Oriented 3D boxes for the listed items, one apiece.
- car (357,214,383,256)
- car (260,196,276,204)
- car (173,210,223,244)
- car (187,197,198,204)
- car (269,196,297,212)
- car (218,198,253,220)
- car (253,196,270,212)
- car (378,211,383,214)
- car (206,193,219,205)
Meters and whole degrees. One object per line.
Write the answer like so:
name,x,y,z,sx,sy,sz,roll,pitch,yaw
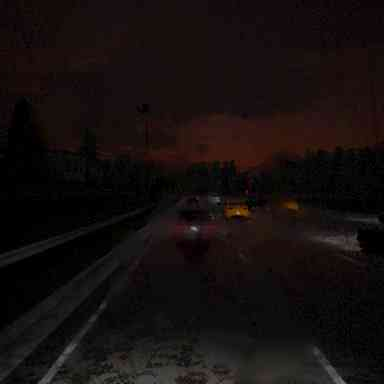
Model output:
car,7.105,1.599,10.366,1.895,1.301,4.718,0,0,0
car,14.123,1.521,61.830,1.812,1.442,4.674,0,0,0
car,0.107,1.547,15.709,2.033,1.411,5.357,0,0,0
car,0.124,1.562,63.215,1.994,1.385,4.181,0,0,0
car,10.618,1.474,38.364,1.882,1.535,5.008,0,0,0
car,3.611,1.476,28.526,1.882,1.535,5.008,0,0,0
car,7.115,1.489,38.246,2.128,1.511,4.902,0,0,0
car,14.109,1.597,21.552,1.895,1.301,4.718,0,0,0
car,3.624,1.219,57.864,2.150,2.045,5.566,0,0,0
